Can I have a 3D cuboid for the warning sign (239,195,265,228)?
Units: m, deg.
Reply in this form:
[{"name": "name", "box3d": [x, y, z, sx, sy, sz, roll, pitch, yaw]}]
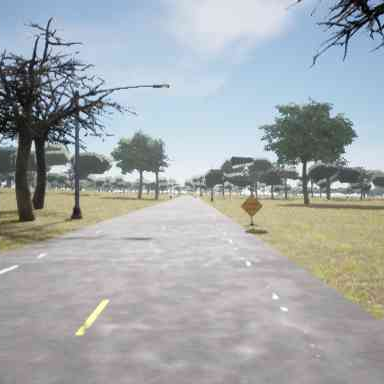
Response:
[{"name": "warning sign", "box3d": [3.535, 1.124, 19.669, 1.300, 1.860, 1.060, -1, -1, 0]}]
